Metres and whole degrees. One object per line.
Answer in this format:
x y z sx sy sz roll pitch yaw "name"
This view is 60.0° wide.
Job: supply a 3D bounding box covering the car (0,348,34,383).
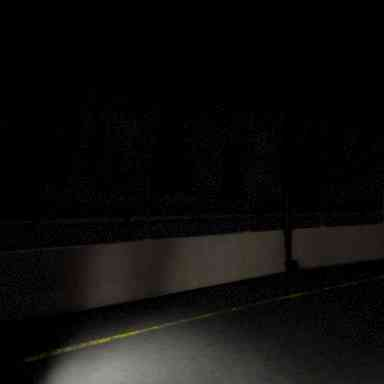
-3.244 1.482 1.344 4.892 1.490 1.837 1 -1 -36 "car"
